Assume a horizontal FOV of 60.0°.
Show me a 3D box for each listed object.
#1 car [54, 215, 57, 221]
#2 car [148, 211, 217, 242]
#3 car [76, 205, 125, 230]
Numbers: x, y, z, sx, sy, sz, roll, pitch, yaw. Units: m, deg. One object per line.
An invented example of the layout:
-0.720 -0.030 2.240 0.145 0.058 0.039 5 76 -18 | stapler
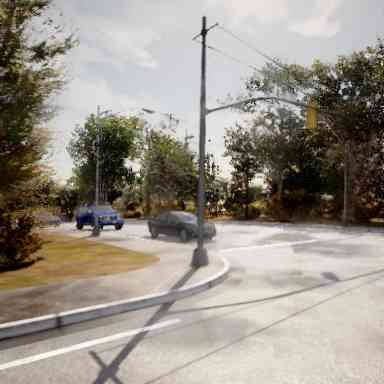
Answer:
-16.244 2.995 36.655 4.553 1.767 2.097 -5 -5 44 | car
-0.639 1.871 18.635 1.837 1.490 4.892 2 -3 -39 | car
-7.714 2.103 27.487 2.150 2.045 5.566 2 -5 -40 | car
